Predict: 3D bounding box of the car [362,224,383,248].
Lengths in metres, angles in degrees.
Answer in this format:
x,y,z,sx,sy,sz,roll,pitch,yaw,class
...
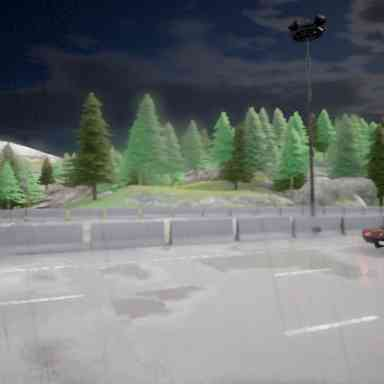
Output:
x,y,z,sx,sy,sz,roll,pitch,yaw,class
9.831,1.819,14.418,4.718,1.301,1.895,0,-1,-22,car
